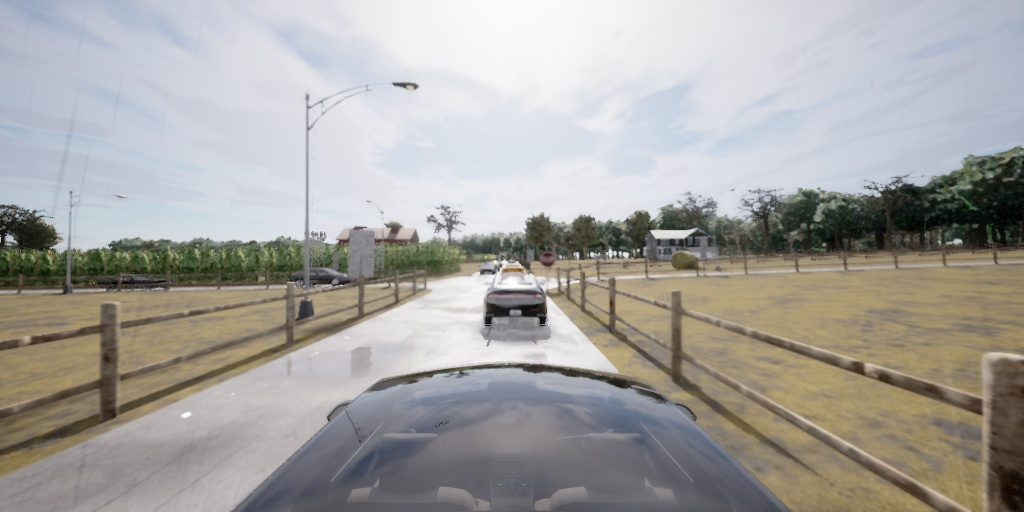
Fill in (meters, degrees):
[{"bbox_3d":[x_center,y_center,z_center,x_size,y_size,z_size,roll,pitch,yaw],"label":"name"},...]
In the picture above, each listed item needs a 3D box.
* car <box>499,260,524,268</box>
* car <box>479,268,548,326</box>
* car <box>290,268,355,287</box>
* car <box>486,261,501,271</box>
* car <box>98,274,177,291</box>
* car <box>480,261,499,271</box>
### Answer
[{"bbox_3d":[0.059,1.427,32.061,1.882,1.535,5.008,-2,-2,0],"label":"car"},{"bbox_3d":[0.097,1.309,11.965,2.128,1.511,4.902,0,0,0],"label":"car"},{"bbox_3d":[-15.306,1.729,29.076,4.892,1.490,1.837,-1,-2,1],"label":"car"},{"bbox_3d":[-2.828,1.533,56.373,2.128,1.511,4.902,0,0,0],"label":"car"},{"bbox_3d":[-30.287,2.144,29.106,4.718,1.301,1.895,-1,-2,0],"label":"car"},{"bbox_3d":[-2.881,1.533,44.437,2.033,1.411,5.357,0,0,1],"label":"car"}]
